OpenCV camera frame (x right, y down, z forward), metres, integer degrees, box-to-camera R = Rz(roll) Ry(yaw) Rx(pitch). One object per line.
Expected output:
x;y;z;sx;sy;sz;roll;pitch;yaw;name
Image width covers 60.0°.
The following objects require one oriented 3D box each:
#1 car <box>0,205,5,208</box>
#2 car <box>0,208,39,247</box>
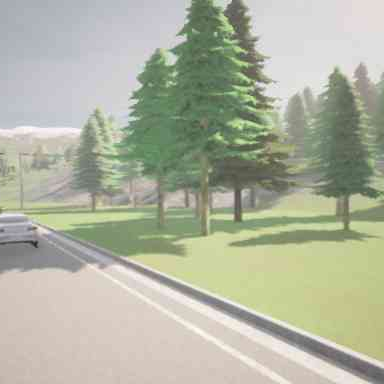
-18.334;1.762;30.389;1.837;1.490;4.892;0;0;-33;car
-8.099;1.644;14.870;1.812;1.442;4.674;0;0;-33;car
